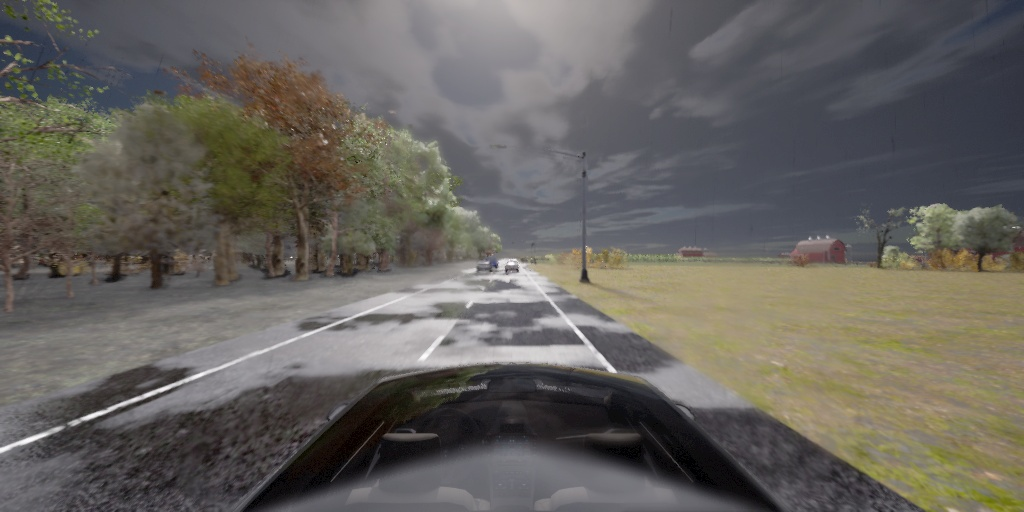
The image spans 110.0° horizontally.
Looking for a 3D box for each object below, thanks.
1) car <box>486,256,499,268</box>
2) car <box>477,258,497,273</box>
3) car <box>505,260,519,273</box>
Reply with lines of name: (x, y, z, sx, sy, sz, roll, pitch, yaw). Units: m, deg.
car: (-3.482, 1.103, 61.060, 2.150, 2.045, 5.566, 0, 0, 1)
car: (-3.507, 1.342, 46.828, 2.128, 1.511, 4.902, 0, 0, 0)
car: (-0.010, 1.397, 46.548, 2.033, 1.411, 5.357, 0, 0, 0)
